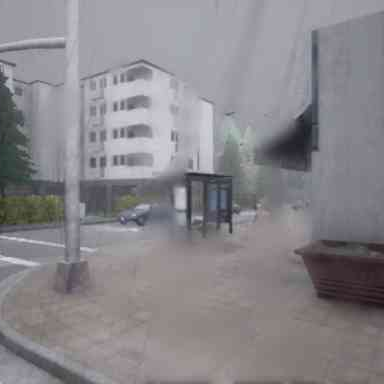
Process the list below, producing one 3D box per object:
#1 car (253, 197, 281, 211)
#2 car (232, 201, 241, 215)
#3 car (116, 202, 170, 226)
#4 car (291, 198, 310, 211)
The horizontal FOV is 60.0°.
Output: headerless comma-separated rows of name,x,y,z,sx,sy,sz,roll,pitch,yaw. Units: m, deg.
car,8.791,1.360,38.678,2.128,1.511,4.902,0,0,36
car,2.814,1.432,30.404,1.994,1.385,4.181,0,0,36
car,-2.937,1.394,22.394,1.812,1.442,4.674,0,0,35
car,13.179,1.405,38.521,2.033,1.411,5.357,0,0,36
